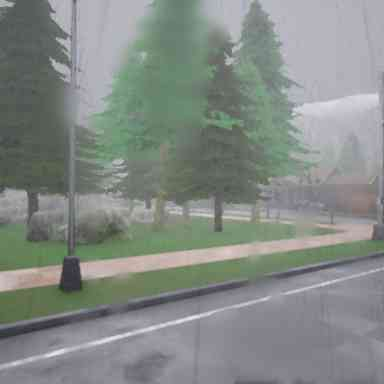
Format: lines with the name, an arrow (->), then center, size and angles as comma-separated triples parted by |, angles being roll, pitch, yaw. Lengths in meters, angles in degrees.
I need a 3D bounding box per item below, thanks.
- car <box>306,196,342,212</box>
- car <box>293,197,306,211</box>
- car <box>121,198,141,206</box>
car -> 17.179, 1.540, 42.565 | 4.605, 1.855, 1.932 | 1, 0, -37
car -> 15.361, 1.537, 44.344 | 3.866, 1.878, 1.905 | 1, 0, -37
car -> -10.481, 1.795, 57.228 | 1.994, 1.385, 4.181 | 1, 0, -43
